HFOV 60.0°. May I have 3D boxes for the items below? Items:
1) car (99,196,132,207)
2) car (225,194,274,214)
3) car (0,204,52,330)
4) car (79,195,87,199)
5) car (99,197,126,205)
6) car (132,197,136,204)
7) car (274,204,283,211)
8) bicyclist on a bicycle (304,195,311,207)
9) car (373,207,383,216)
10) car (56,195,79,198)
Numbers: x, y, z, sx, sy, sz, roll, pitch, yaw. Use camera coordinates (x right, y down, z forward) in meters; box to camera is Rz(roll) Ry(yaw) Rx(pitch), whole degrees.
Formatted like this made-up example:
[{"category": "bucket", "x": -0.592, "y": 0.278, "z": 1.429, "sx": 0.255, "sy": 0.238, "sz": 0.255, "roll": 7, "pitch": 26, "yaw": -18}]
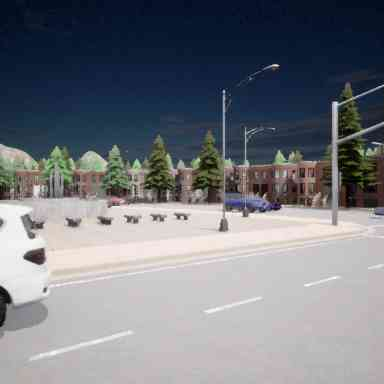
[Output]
[{"category": "car", "x": -12.038, "y": 1.351, "z": 50.656, "sx": 4.553, "sy": 1.767, "sz": 2.097, "roll": 0, "pitch": 0, "yaw": 23}, {"category": "car", "x": 5.763, "y": 1.221, "z": 36.194, "sx": 2.150, "sy": 2.045, "sz": 5.566, "roll": 0, "pitch": 0, "yaw": -37}, {"category": "car", "x": -4.997, "y": 1.221, "z": 4.713, "sx": 5.566, "sy": 2.045, "sz": 2.150, "roll": 0, "pitch": 0, "yaw": -35}, {"category": "car", "x": -22.556, "y": 1.352, "z": 63.988, "sx": 4.553, "sy": 1.767, "sz": 2.097, "roll": 0, "pitch": 0, "yaw": 7}, {"category": "car", "x": -14.081, "y": 1.564, "z": 58.826, "sx": 4.181, "sy": 1.385, "sz": 1.994, "roll": 0, "pitch": 0, "yaw": 18}, {"category": "car", "x": -12.457, "y": 1.548, "z": 54.664, "sx": 5.357, "sy": 1.411, "sz": 2.033, "roll": 0, "pitch": 0, "yaw": 21}, {"category": "car", "x": 8.149, "y": 1.600, "z": 38.792, "sx": 1.895, "sy": 1.301, "sz": 4.718, "roll": 0, "pitch": 0, "yaw": -38}, {"category": "bicyclist on a bicycle", "x": 16.174, "y": 1.303, "z": 46.611, "sx": 1.656, "sy": 1.620, "sz": 0.582, "roll": 0, "pitch": 0, "yaw": -37}, {"category": "car", "x": 17.596, "y": 1.547, "z": 26.562, "sx": 2.033, "sy": 1.411, "sz": 5.357, "roll": 0, "pitch": 0, "yaw": -42}, {"category": "car", "x": -23.818, "y": 1.505, "z": 60.694, "sx": 4.892, "sy": 1.490, "sz": 1.837, "roll": 0, "pitch": 0, "yaw": 5}]
